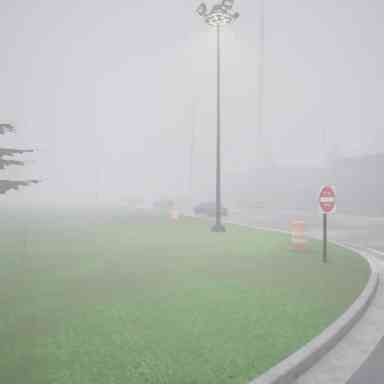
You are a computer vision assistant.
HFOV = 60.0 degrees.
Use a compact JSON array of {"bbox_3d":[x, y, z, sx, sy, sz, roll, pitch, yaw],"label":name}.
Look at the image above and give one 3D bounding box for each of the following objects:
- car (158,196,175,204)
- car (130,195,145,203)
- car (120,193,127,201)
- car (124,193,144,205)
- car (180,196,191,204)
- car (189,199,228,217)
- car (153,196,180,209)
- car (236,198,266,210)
[{"bbox_3d":[-5.043,1.526,64.538,1.812,1.442,4.674,0,0,-23],"label":"car"},{"bbox_3d":[-11.685,1.478,71.039,1.882,1.535,5.008,0,0,-23],"label":"car"},{"bbox_3d":[-15.820,1.225,80.552,2.150,2.045,5.566,0,0,-23],"label":"car"},{"bbox_3d":[-9.771,1.493,58.109,2.128,1.511,4.902,0,0,-23],"label":"car"},{"bbox_3d":[-1.608,1.505,65.416,1.837,1.490,4.892,0,0,-23],"label":"car"},{"bbox_3d":[1.683,1.564,31.760,1.994,1.385,4.181,0,0,-23],"label":"car"},{"bbox_3d":[-3.850,1.492,44.484,2.128,1.511,4.902,0,0,-23],"label":"car"},{"bbox_3d":[7.752,1.477,44.134,1.882,1.535,5.008,0,0,-23],"label":"car"}]
